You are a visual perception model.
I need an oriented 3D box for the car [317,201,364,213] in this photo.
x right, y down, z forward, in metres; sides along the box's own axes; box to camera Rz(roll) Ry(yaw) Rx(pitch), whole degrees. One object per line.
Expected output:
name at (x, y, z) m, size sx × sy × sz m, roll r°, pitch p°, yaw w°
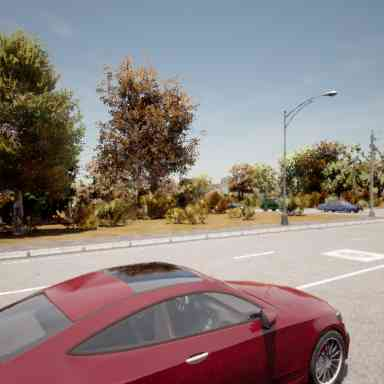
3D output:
car at (18.016, 1.815, 40.650) m, size 2.033 × 1.411 × 5.357 m, roll 0°, pitch -2°, yaw -32°

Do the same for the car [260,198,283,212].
car at (12.605, 1.867, 49.302) m, size 2.150 × 2.045 × 5.566 m, roll 0°, pitch -3°, yaw -32°

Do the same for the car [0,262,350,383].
car at (-0.234, 1.526, 3.577) m, size 4.674 × 1.442 × 1.812 m, roll 0°, pitch 0°, yaw -35°

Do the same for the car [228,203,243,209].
car at (7.222, 2.656, 57.927) m, size 2.128 × 1.511 × 4.902 m, roll 0°, pitch -3°, yaw -32°
